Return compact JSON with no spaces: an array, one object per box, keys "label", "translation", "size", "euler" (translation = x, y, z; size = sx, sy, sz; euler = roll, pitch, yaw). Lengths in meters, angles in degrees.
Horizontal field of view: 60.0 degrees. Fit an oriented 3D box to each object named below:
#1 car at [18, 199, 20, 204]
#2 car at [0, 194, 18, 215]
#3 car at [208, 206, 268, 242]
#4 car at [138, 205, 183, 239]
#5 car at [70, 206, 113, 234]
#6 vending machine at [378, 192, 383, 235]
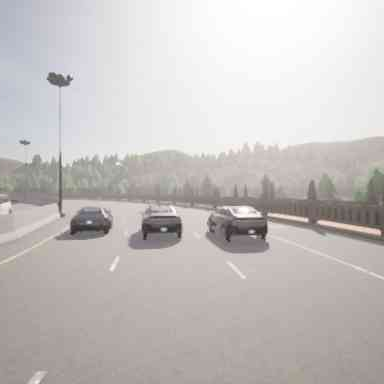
[{"label":"car","translation":[-31.424,1.367,57.858],"size":[1.895,1.301,4.718],"euler":[0,0,-38]},{"label":"car","translation":[-13.645,1.137,22.087],"size":[2.150,2.045,5.566],"euler":[0,0,-15]},{"label":"car","translation":[2.052,1.397,15.978],"size":[2.128,1.511,4.902],"euler":[0,0,-9]},{"label":"car","translation":[-1.635,1.402,16.872],"size":[2.128,1.511,4.902],"euler":[0,0,-10]},{"label":"car","translation":[-5.513,1.476,18.574],"size":[1.994,1.385,4.181],"euler":[0,0,-11]},{"label":"vending machine","translation":[10.040,1.075,16.542],"size":[1.100,2.100,0.880],"euler":[0,0,-9]}]
